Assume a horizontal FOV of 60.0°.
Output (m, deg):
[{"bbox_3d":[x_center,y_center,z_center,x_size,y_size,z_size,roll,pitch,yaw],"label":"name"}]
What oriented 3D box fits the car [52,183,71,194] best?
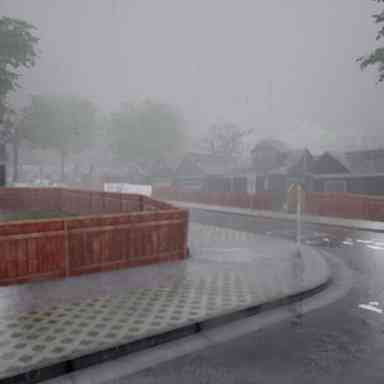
[{"bbox_3d":[-18.460,-0.499,47.090,2.097,1.767,4.553,0,2,-35],"label":"car"}]
